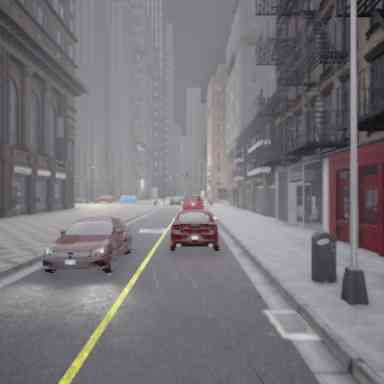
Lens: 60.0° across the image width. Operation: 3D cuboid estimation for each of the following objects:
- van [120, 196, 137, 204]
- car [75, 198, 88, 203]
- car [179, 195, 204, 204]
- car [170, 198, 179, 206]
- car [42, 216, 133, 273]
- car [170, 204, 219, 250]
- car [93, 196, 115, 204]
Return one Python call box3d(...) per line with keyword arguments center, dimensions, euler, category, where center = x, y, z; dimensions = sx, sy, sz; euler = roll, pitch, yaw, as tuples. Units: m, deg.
box3d(center=(-14.714, 1.755, 77.216), dimensions=(3.998, 1.788, 1.690), euler=(0, 0, -1), category="van")
box3d(center=(-25.994, 1.975, 77.044), dimensions=(4.313, 1.339, 1.947), euler=(0, 0, -1), category="car")
box3d(center=(0.105, 1.334, 34.663), dimensions=(2.150, 2.045, 5.566), euler=(0, 0, 0), category="car")
box3d(center=(-2.997, 1.750, 60.665), dimensions=(1.882, 1.535, 5.008), euler=(0, -1, 0), category="car")
box3d(center=(-3.100, 1.536, 10.799), dimensions=(1.812, 1.442, 4.674), euler=(0, 0, 0), category="car")
box3d(center=(0.102, 1.497, 14.462), dimensions=(1.882, 1.535, 5.008), euler=(0, 0, 0), category="car")
box3d(center=(-20.355, 1.728, 77.131), dimensions=(5.009, 1.841, 2.192), euler=(0, 0, -1), category="car")
